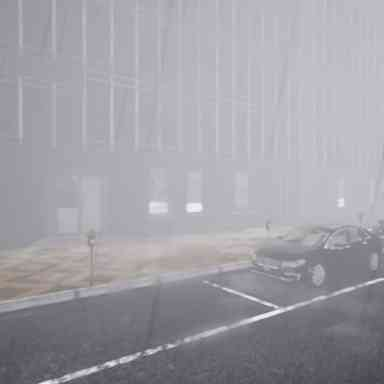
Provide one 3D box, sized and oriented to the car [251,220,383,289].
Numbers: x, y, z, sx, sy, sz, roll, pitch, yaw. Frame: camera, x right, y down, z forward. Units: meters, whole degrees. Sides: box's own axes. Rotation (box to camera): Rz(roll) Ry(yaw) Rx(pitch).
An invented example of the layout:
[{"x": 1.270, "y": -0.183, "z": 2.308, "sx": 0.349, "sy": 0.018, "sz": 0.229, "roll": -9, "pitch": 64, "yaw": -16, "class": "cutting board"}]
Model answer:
[{"x": 3.524, "y": 1.557, "z": 9.077, "sx": 4.403, "sy": 1.369, "sz": 2.008, "roll": 0, "pitch": 0, "yaw": -36, "class": "car"}]
